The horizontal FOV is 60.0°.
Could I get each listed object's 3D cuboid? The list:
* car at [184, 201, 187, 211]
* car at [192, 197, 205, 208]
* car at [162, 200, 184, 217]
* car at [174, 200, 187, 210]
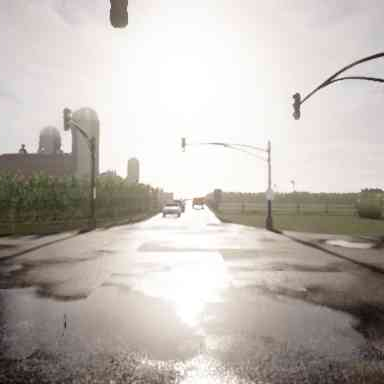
[{"bbox_3d":[-2.030,1.843,46.039,2.097,1.767,4.553,0,-1,1],"label":"car"},{"bbox_3d":[1.105,1.890,61.191,2.150,2.045,5.566,0,-2,1],"label":"car"},{"bbox_3d":[-2.150,1.907,36.211,1.812,1.442,4.674,0,-1,1],"label":"car"},{"bbox_3d":[-1.887,2.156,56.217,2.033,1.411,5.357,0,-1,1],"label":"car"}]
